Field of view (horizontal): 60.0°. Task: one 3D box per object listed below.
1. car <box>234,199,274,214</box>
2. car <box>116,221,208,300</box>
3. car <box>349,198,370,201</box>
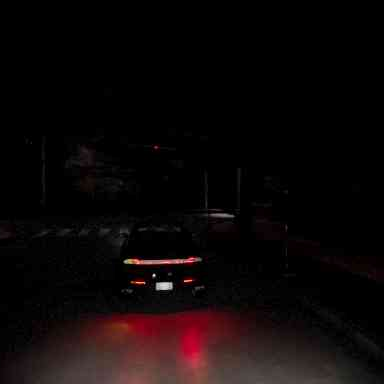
[{"bbox_3d":[6.257,1.368,30.803,4.674,1.442,1.812,0,0,-12],"label":"car"},{"bbox_3d":[-0.840,1.492,8.425,2.128,1.511,4.902,0,0,-8],"label":"car"},{"bbox_3d":[16.371,1.348,33.046,4.892,1.490,1.837,0,0,-12],"label":"car"}]
